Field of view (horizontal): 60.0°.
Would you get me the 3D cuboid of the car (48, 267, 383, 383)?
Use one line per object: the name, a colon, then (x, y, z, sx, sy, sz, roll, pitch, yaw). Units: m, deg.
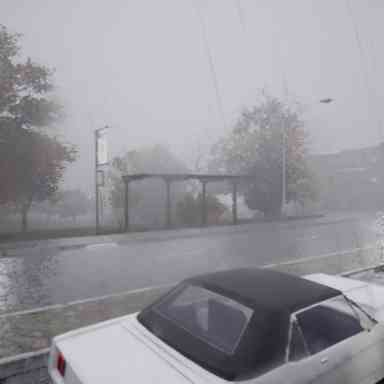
car: (1.033, 1.603, 3.863, 4.718, 1.301, 1.895, 0, 0, -35)
